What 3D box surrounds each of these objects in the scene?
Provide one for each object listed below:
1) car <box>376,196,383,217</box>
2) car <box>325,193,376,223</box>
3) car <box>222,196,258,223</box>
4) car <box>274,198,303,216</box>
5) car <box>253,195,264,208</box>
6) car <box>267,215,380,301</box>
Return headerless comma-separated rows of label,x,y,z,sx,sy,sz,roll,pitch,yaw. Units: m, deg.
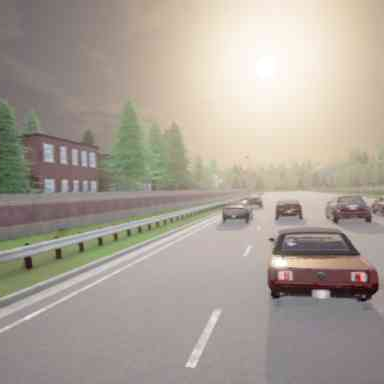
car,14.017,0.942,23.351,1.812,1.442,4.674,-2,0,15
car,9.906,0.941,21.455,2.097,1.767,4.553,-2,0,15
car,3.362,1.359,24.166,2.128,1.511,4.902,-2,0,15
car,7.311,1.178,25.356,1.882,1.535,5.008,-2,0,15
car,7.986,1.184,41.959,1.837,1.490,4.892,-2,0,15
car,2.816,1.484,7.992,1.895,1.301,4.718,-2,0,15
